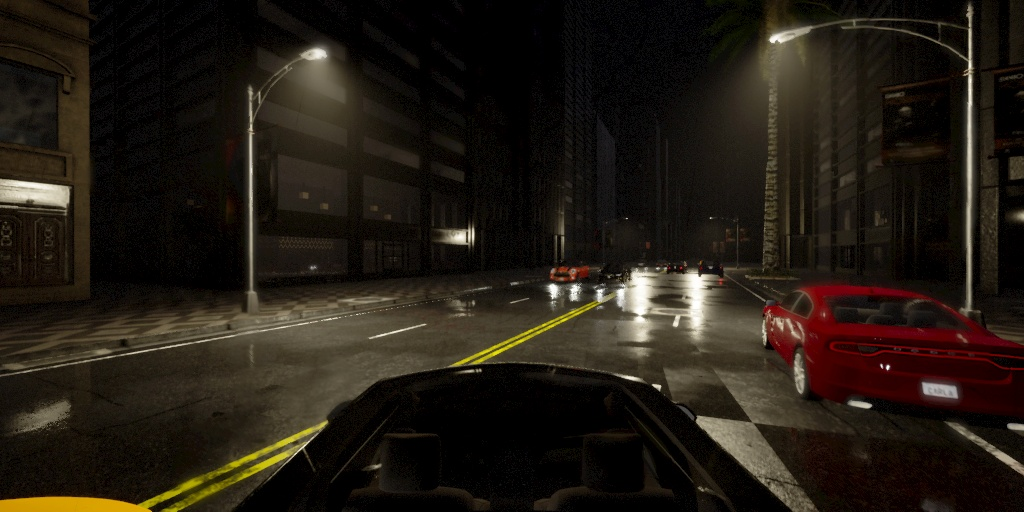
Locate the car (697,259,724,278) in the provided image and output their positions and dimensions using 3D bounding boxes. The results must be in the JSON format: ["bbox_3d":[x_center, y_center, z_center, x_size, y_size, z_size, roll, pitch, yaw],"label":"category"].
[{"bbox_3d":[19.305,1.118,34.939,2.097,1.767,4.553,0,0,27],"label":"car"}]

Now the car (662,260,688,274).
[{"bbox_3d":[18.667,1.317,40.762,2.033,1.411,5.357,0,0,27],"label":"car"}]

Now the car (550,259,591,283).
[{"bbox_3d":[4.634,1.110,28.150,2.097,1.767,4.553,0,0,27],"label":"car"}]

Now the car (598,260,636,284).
[{"bbox_3d":[7.971,1.263,27.530,1.837,1.490,4.892,0,0,27],"label":"car"}]

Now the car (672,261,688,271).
[{"bbox_3d":[23.559,1.381,50.258,1.895,1.301,4.718,0,0,27],"label":"car"}]

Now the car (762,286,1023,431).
[{"bbox_3d":[5.516,1.228,5.869,1.882,1.535,5.008,0,0,27],"label":"car"}]
